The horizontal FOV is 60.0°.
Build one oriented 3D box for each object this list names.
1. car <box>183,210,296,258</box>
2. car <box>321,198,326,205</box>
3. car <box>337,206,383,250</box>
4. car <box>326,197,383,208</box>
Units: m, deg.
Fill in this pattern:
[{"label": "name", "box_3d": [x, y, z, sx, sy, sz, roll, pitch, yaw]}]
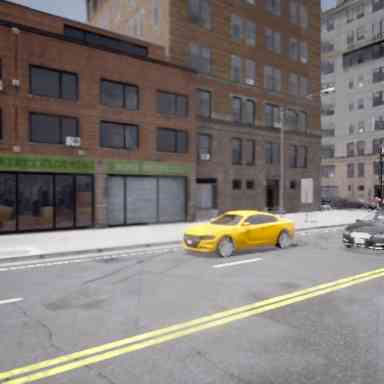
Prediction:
[{"label": "car", "box_3d": [1.952, 1.486, 13.064, 5.008, 1.535, 1.882, 0, 0, -35]}, {"label": "car", "box_3d": [19.553, 1.289, 46.812, 1.947, 1.339, 4.313, 0, 0, -35]}, {"label": "car", "box_3d": [8.019, 1.506, 13.394, 4.902, 1.511, 2.128, 0, 0, -35]}, {"label": "car", "box_3d": [18.684, 1.395, 38.229, 2.033, 1.411, 5.357, 0, 1, -35]}]
